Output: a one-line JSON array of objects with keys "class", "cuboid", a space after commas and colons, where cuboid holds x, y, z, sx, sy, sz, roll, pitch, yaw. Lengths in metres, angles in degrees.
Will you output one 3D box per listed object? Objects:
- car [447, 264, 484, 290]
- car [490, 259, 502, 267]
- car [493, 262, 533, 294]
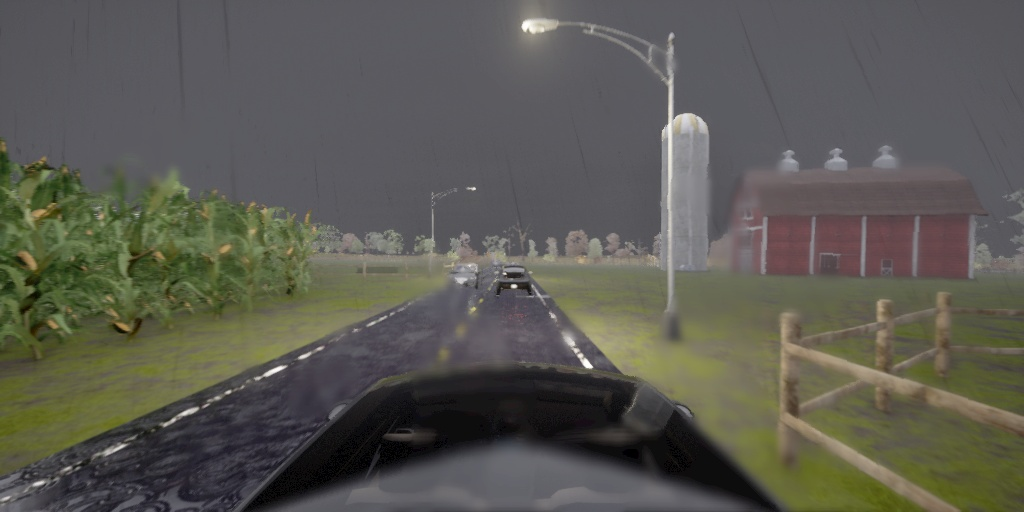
[{"class": "car", "cuboid": [-2.845, 1.242, 22.629, 2.128, 1.511, 4.902, 0, 0, 0]}, {"class": "car", "cuboid": [-2.770, 1.276, 64.256, 2.128, 1.511, 4.902, 0, 0, 1]}, {"class": "car", "cuboid": [0.103, 1.254, 20.061, 1.837, 1.490, 4.892, 0, 0, 0]}]
